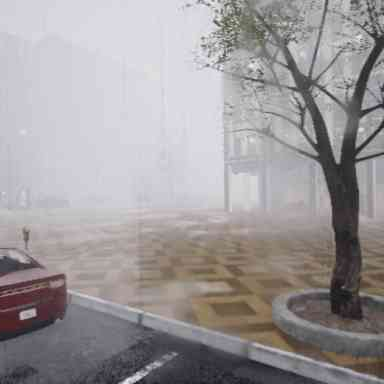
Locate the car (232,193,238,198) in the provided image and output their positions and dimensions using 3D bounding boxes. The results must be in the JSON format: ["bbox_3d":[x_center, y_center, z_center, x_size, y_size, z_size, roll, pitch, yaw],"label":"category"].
[{"bbox_3d":[8.141,0.813,78.504,2.192,1.841,5.009,-1,0,36],"label":"car"}]

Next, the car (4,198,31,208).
[{"bbox_3d":[-24.589,1.501,47.618,1.887,1.381,4.507,-1,0,36],"label":"car"}]

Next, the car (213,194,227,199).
[{"bbox_3d":[7.847,1.127,92.374,1.947,1.339,4.313,-1,0,36],"label":"car"}]

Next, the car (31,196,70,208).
[{"bbox_3d":[-17.806,1.257,42.698,1.967,1.590,4.097,-1,0,36],"label":"car"}]

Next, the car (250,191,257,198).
[{"bbox_3d":[14.631,1.004,87.455,1.802,1.307,4.206,-1,0,36],"label":"car"}]

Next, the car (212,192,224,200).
[{"bbox_3d":[4.900,1.118,74.028,1.802,1.307,4.206,-1,0,36],"label":"car"}]

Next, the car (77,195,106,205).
[{"bbox_3d":[-16.448,1.340,54.424,1.837,1.490,4.892,-1,0,36],"label":"car"}]

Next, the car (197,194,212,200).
[{"bbox_3d":[1.656,1.120,69.553,1.887,1.381,4.507,-1,0,36],"label":"car"}]

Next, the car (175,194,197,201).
[{"bbox_3d":[-1.587,1.165,65.077,2.008,1.369,4.403,-1,0,36],"label":"car"}]

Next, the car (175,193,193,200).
[{"bbox_3d":[-1.886,1.115,78.946,1.967,1.590,4.097,-1,0,36],"label":"car"}]

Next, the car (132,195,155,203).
[{"bbox_3d":[-8.076,1.133,56.125,1.967,1.590,4.097,-1,0,36],"label":"car"}]

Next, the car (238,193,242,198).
[{"bbox_3d":[11.387,1.011,82.979,2.008,1.369,4.403,-1,0,36],"label":"car"}]

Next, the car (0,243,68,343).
[{"bbox_3d":[-4.076,1.558,5.901,4.507,1.381,1.887,0,-1,36],"label":"car"}]
